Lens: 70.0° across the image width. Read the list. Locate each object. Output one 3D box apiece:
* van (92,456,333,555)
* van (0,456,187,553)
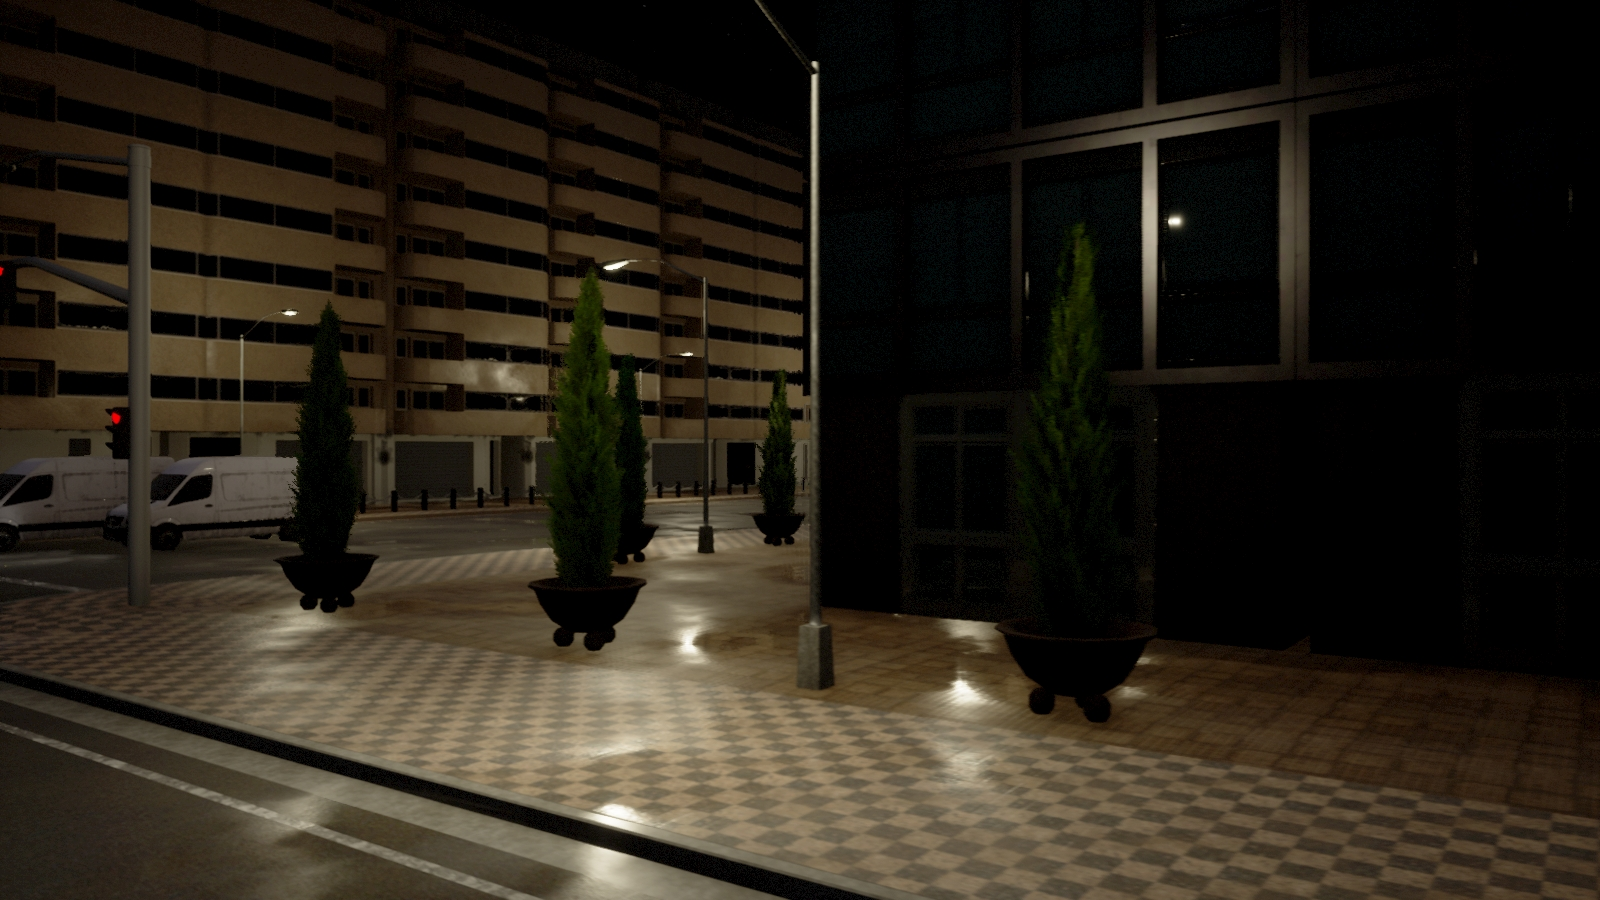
[{"bbox_3d":[-16.758,1.475,32.965,1.988,2.561,5.915,0,0,35],"label":"van"},{"bbox_3d":[-21.116,1.475,32.810,1.988,2.561,5.915,0,0,35],"label":"van"}]
